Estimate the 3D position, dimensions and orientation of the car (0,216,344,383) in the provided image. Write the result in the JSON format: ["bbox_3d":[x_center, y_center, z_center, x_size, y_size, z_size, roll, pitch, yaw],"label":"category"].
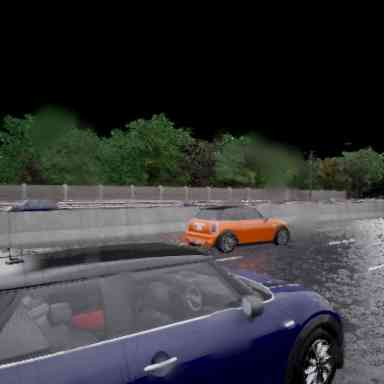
[{"bbox_3d":[-0.368,1.351,3.607,4.553,1.767,2.097,0,0,-36],"label":"car"}]

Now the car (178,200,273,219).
[{"bbox_3d":[2.005,1.364,13.779,4.553,1.767,2.097,0,0,-36],"label":"car"}]

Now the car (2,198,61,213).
[{"bbox_3d":[-13.732,1.351,28.591,4.553,1.767,2.097,0,0,-36],"label":"car"}]

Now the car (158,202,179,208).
[{"bbox_3d":[-1.123,1.656,33.292,4.718,1.301,1.895,0,0,-36],"label":"car"}]

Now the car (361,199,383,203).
[{"bbox_3d":[22.292,1.669,41.385,4.553,1.767,2.097,1,0,-35],"label":"car"}]

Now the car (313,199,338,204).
[{"bbox_3d":[21.532,1.889,53.708,4.902,1.511,2.128,1,0,-35],"label":"car"}]
